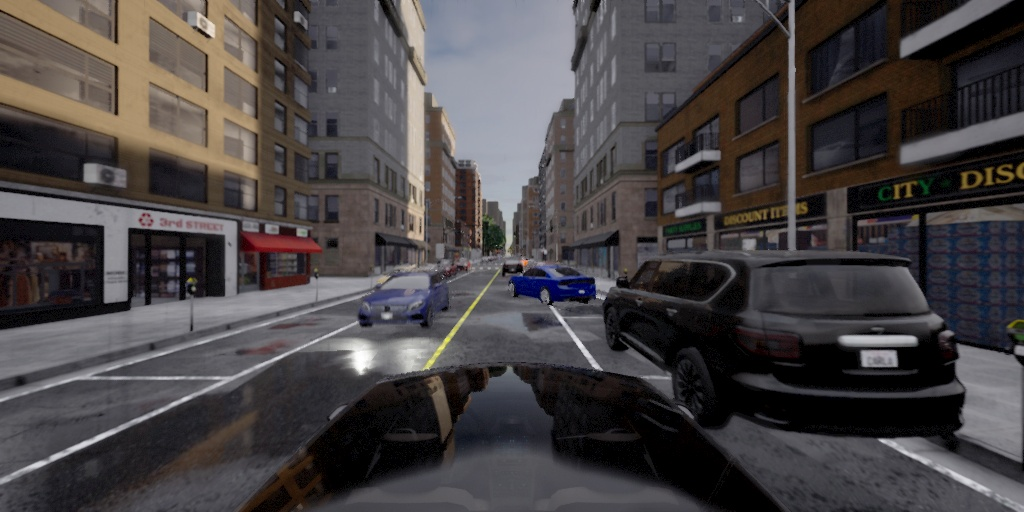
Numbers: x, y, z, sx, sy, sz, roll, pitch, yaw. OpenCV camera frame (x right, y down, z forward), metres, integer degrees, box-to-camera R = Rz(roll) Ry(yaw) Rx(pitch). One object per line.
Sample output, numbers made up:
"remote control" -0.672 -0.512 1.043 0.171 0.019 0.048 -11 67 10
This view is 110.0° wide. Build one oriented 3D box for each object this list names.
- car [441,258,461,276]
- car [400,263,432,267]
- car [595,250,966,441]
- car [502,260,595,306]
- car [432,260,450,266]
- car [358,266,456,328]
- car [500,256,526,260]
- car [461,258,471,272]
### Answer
"car" -5.873 1.013 30.550 1.967 1.591 4.097 0 0 0
"car" -5.867 1.163 19.395 1.751 1.417 4.829 0 0 0
"car" 3.104 0.944 5.716 2.150 2.045 5.566 0 0 0
"car" 1.526 1.140 15.438 1.882 1.535 5.008 -1 1 -25
"car" -5.870 1.155 25.058 2.007 1.370 4.403 0 0 0
"car" -3.105 1.214 11.235 1.812 1.442 4.674 0 0 0
"car" 0.066 1.034 33.438 1.882 1.535 5.008 0 0 0
"car" -5.880 0.951 41.536 1.967 1.591 4.097 0 0 0
